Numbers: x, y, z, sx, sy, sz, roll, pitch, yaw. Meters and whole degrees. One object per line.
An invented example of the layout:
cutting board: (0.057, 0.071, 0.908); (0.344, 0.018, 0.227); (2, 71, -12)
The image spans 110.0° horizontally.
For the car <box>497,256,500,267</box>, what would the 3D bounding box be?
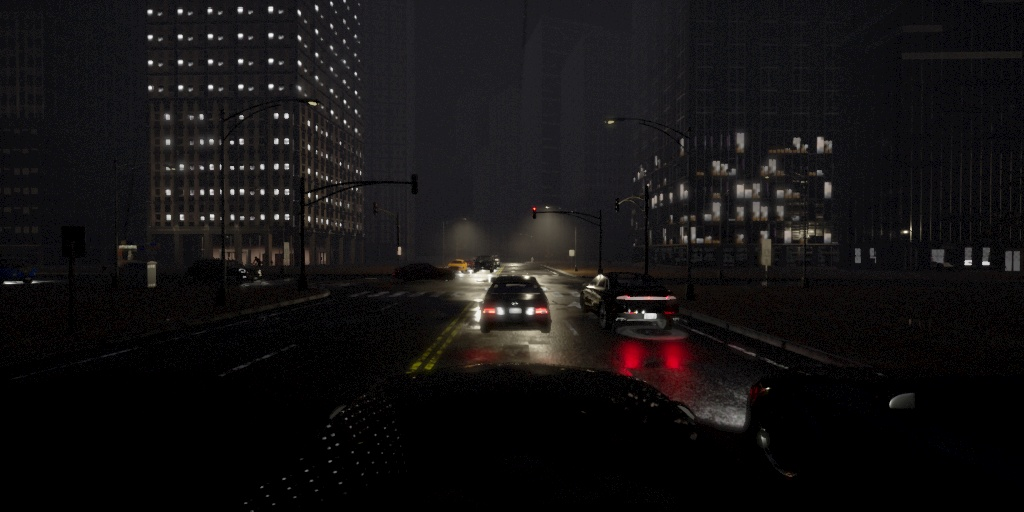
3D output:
car: (-3.286, 1.049, 52.836); (2.097, 1.767, 4.553); (0, 0, 0)

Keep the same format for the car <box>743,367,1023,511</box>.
car: (3.354, 1.314, 1.928); (1.994, 1.385, 4.181); (0, 0, 0)

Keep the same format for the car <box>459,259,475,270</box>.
car: (-6.535, 1.223, 52.618); (1.812, 1.442, 4.674); (0, 0, 0)

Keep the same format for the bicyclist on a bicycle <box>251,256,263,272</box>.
bicyclist on a bicycle: (-24.665, 0.868, 34.704); (0.582, 1.620, 1.656); (0, 1, 1)

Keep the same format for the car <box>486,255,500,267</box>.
car: (-3.265, 0.896, 63.064); (2.150, 2.045, 5.566); (0, 0, 0)

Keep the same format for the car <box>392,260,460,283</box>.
car: (-6.700, 1.235, 27.451); (4.674, 1.442, 1.812); (1, 1, -22)

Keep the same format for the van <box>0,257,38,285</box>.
van: (-33.909, 0.960, 23.625); (3.998, 1.789, 1.690); (0, 0, 1)

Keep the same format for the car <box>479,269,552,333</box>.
car: (0.109, 1.294, 10.672); (2.033, 1.411, 5.357); (0, 0, 1)

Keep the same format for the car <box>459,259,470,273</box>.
car: (-6.548, 1.193, 43.206); (1.882, 1.535, 5.008); (0, 0, 0)

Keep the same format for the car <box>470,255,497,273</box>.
car: (-3.299, 0.938, 42.882); (2.150, 2.045, 5.566); (0, 0, 0)

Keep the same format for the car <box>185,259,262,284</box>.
car: (-20.677, 1.012, 25.864); (4.553, 1.767, 2.097); (0, 0, 1)

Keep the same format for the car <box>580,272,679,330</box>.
car: (3.356, 1.238, 11.085); (2.128, 1.511, 4.902); (0, 0, 0)
